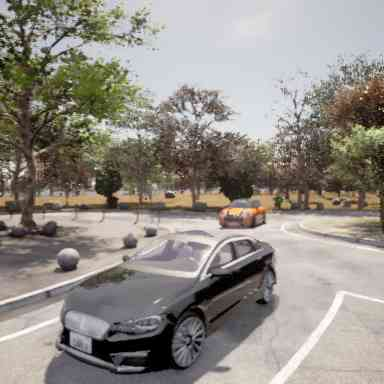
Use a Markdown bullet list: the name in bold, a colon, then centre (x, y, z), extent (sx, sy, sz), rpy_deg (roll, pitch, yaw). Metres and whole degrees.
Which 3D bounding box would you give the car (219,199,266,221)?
- **car**: centre (3.294, 1.262, 21.320), extent (2.097, 1.767, 4.553), rpy_deg (-1, 0, 24)

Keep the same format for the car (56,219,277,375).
- **car**: centre (0.029, 1.493, 5.934), extent (2.128, 1.511, 4.902), rpy_deg (0, 0, 33)
